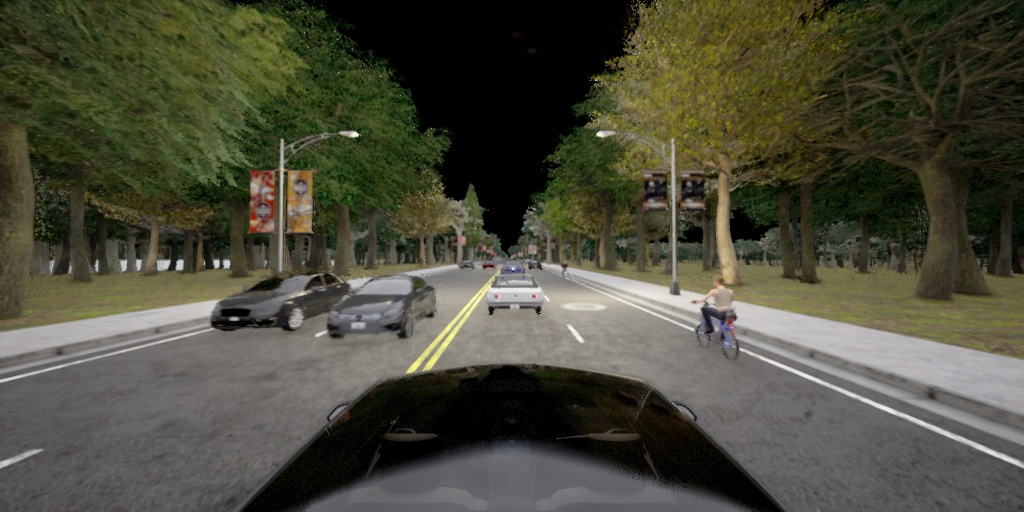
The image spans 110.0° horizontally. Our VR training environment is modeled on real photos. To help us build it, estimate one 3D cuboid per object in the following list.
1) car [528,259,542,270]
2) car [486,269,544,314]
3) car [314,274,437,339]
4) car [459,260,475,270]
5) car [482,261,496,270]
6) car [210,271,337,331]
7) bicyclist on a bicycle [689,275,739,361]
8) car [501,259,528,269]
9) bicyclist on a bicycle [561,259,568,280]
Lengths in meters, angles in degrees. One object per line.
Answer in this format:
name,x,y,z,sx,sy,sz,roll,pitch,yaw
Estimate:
car,3.346,1.250,52.701,1.812,1.442,4.674,0,0,0
car,0.097,1.333,13.752,1.895,1.301,4.718,0,0,0
car,-3.349,1.263,10.137,1.812,1.442,4.674,0,0,0
car,-6.577,1.288,52.775,1.994,1.385,4.181,0,0,0
car,-3.331,1.325,52.109,1.895,1.301,4.718,0,0,0
car,-6.599,1.241,10.942,1.837,1.490,4.892,0,0,0
bicyclist on a bicycle,4.129,1.177,7.264,0.866,1.612,1.509,0,0,0
car,0.096,1.072,32.026,2.097,1.767,4.553,0,0,0
bicyclist on a bicycle,4.139,1.092,28.307,0.659,1.776,1.843,0,0,0
